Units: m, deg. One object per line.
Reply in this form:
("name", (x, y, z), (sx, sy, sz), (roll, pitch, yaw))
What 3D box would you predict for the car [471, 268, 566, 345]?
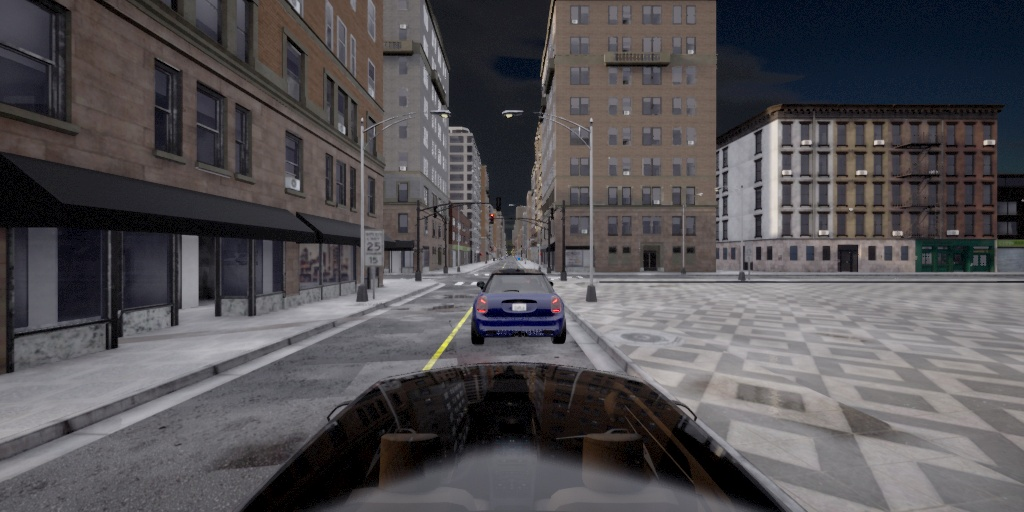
("car", (0.100, 1.101, 9.706), (2.097, 1.767, 4.553), (0, 0, -1))
